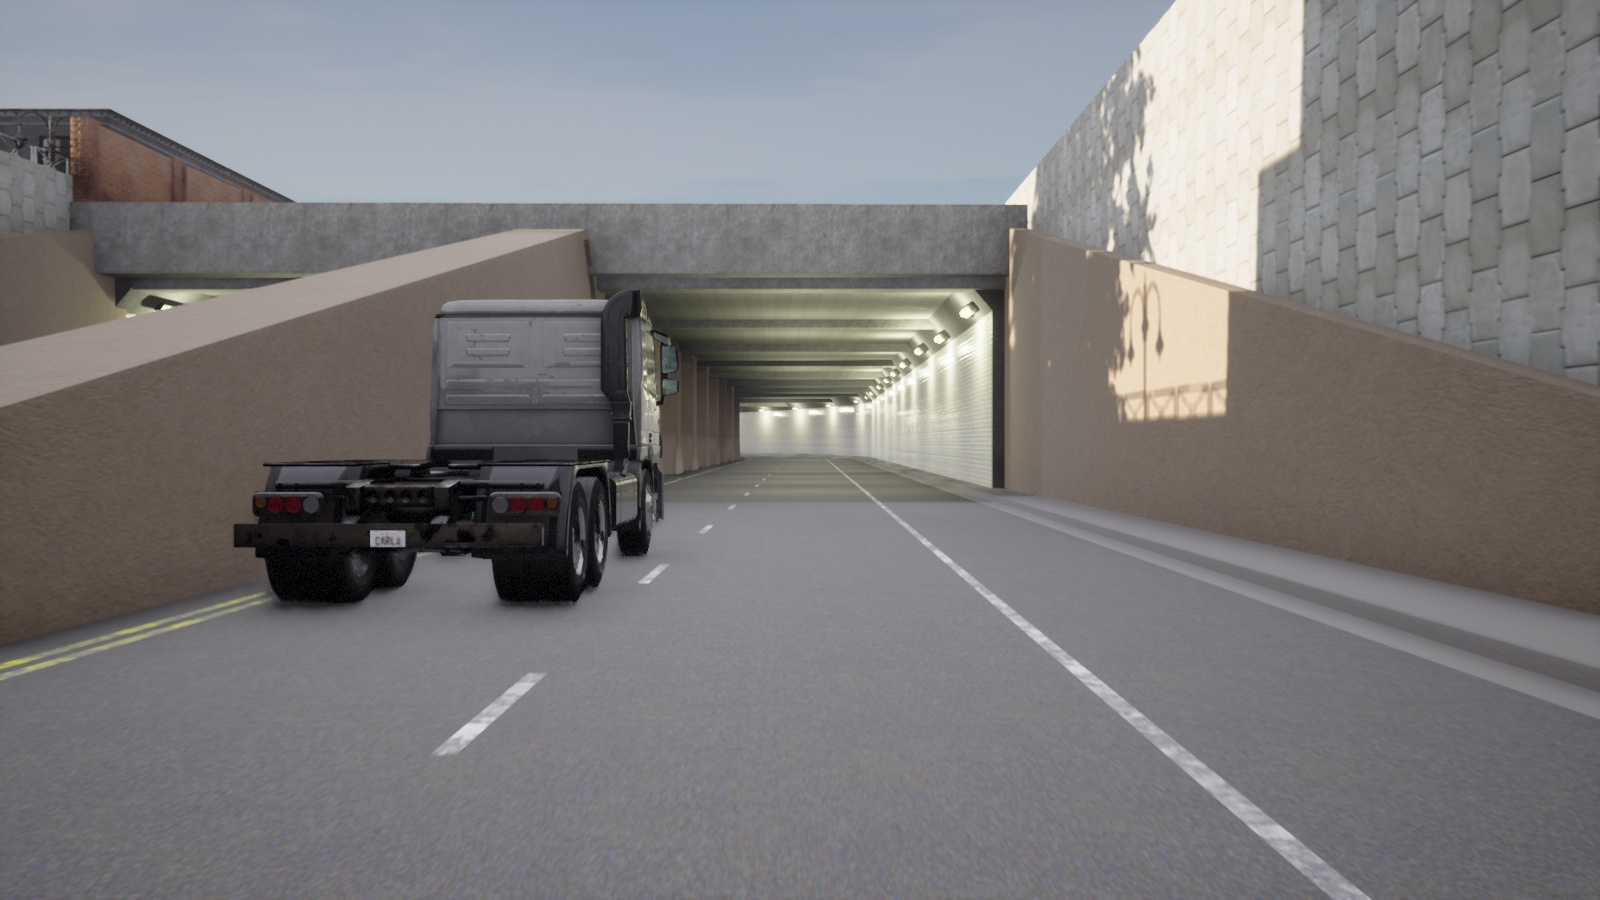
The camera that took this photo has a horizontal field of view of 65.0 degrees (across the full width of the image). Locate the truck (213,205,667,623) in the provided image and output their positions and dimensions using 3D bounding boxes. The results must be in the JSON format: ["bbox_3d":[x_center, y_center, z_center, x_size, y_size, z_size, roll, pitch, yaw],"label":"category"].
[{"bbox_3d":[-3.404,-0.319,14.380,2.891,3.462,7.936,0,0,0],"label":"truck"}]
